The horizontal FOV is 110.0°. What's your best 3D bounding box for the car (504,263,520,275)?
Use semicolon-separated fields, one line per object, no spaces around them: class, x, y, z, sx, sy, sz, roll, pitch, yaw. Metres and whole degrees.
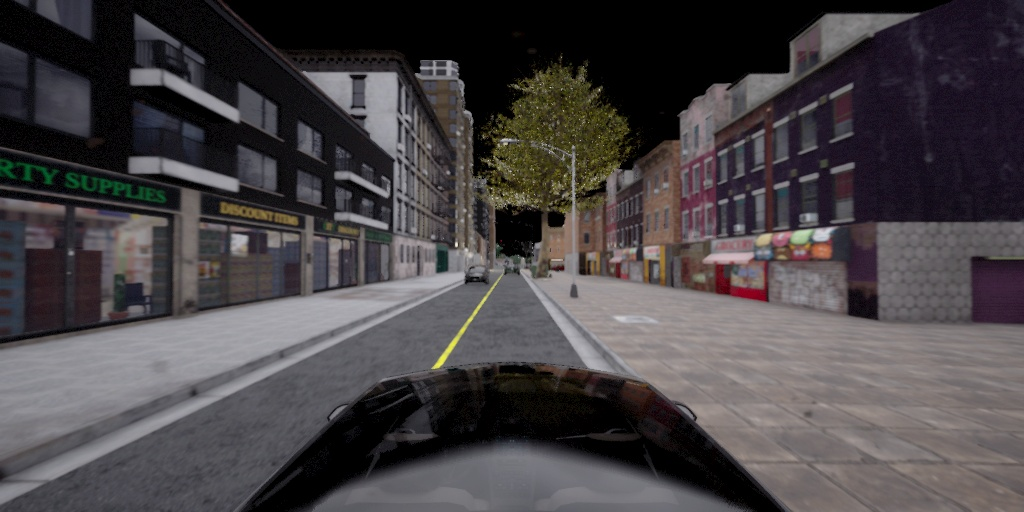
car;0.025;1.756;50.380;2.097;1.767;4.553;0;-1;0

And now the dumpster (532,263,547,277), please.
dumpster;3.016;1.603;40.128;1.020;1.700;1.940;0;0;0

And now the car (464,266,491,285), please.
car;-2.841;1.574;29.894;1.837;1.490;4.892;0;-1;0
